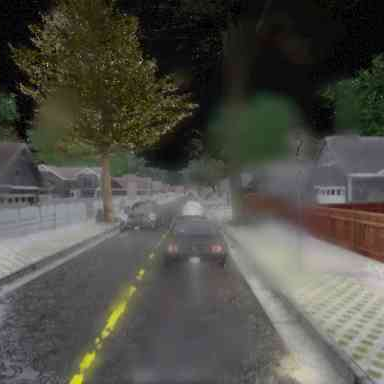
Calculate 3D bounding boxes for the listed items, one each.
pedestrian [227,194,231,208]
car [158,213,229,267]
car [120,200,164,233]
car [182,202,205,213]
[{"bbox_3d":[4.565,1.084,40.918,0.375,1.860,0.375,0,0,0],"label":"pedestrian"},{"bbox_3d":[0.108,1.613,11.376,1.895,1.301,4.718,0,0,0],"label":"car"},{"bbox_3d":[-2.821,1.373,19.646,2.097,1.767,4.553,0,0,0],"label":"car"},{"bbox_3d":[0.132,1.554,27.943,1.812,1.442,4.674,0,0,0],"label":"car"}]
